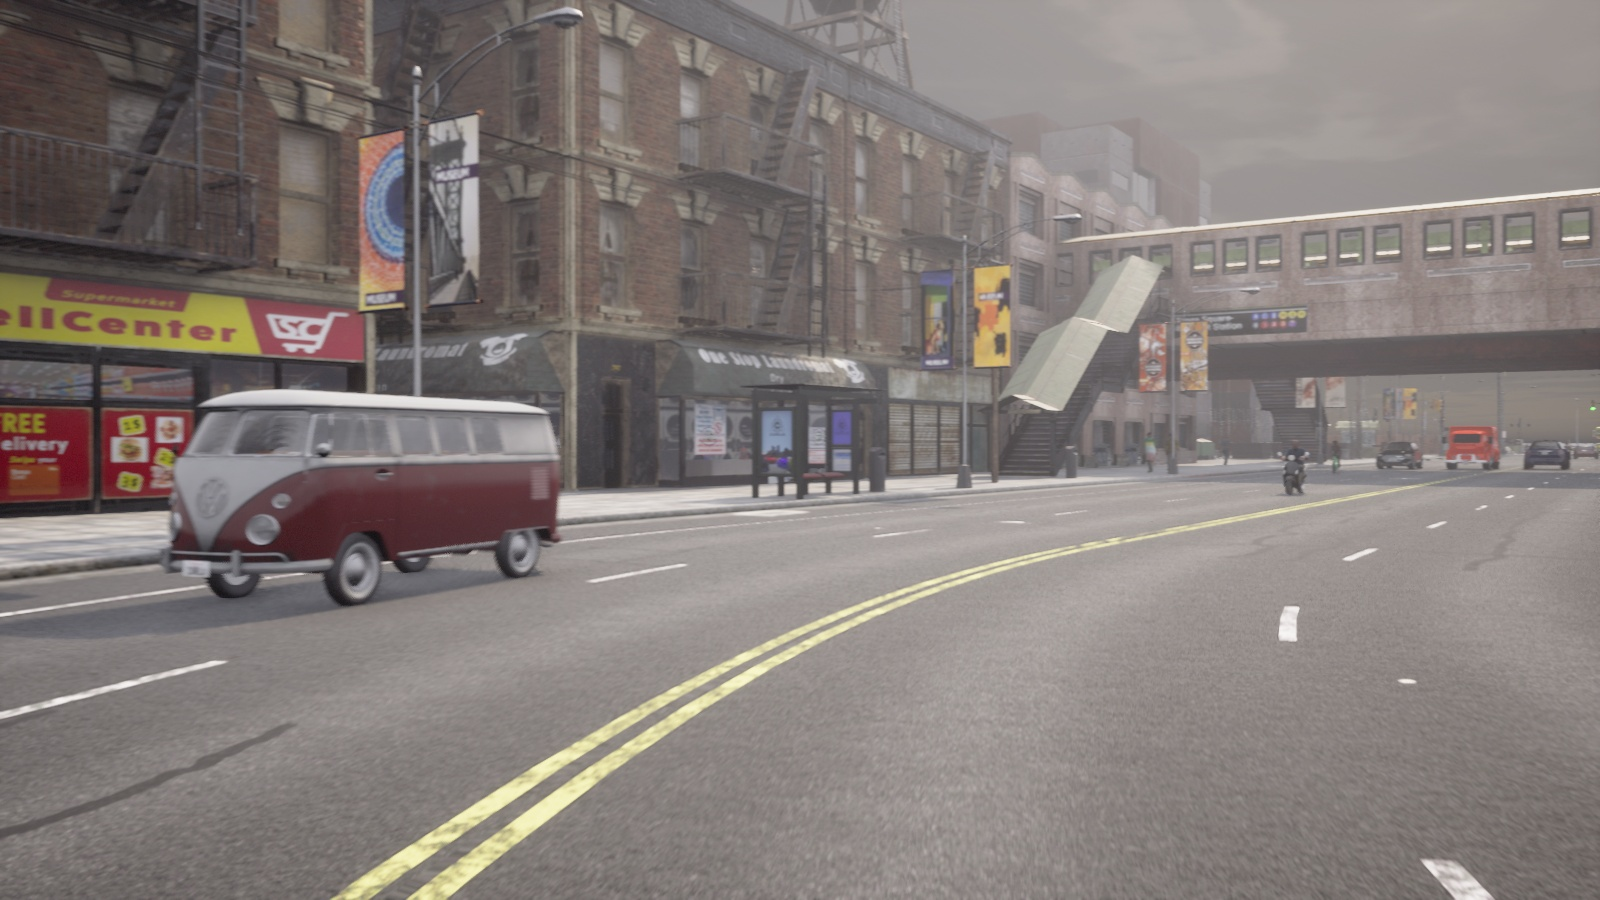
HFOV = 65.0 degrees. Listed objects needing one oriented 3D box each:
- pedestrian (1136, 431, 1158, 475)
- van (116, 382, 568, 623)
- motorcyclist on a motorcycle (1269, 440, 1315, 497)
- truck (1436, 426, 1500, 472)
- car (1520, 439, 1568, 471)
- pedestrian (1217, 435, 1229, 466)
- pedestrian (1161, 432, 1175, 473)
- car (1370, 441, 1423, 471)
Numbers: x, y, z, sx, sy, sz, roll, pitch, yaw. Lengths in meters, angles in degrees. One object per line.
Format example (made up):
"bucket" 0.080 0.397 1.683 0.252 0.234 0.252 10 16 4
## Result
"pedestrian" 15.593 0.113 56.418 0.659 1.952 0.873 0 0 38
"van" -4.342 0.419 12.757 1.775 1.987 4.442 0 0 22
"motorcyclist on a motorcycle" 14.157 0.522 36.116 0.866 1.590 1.817 0 0 34
"truck" 37.898 -0.072 71.178 2.627 2.467 5.204 0 0 34
"car" 42.814 0.277 72.207 2.097 1.767 4.553 0 0 34
"pedestrian" 25.299 0.026 75.065 0.540 1.848 0.694 0 0 32
"pedestrian" 16.620 0.114 56.678 0.431 1.840 0.709 0 0 32
"car" 34.257 0.333 72.049 2.033 1.649 4.856 0 0 34
